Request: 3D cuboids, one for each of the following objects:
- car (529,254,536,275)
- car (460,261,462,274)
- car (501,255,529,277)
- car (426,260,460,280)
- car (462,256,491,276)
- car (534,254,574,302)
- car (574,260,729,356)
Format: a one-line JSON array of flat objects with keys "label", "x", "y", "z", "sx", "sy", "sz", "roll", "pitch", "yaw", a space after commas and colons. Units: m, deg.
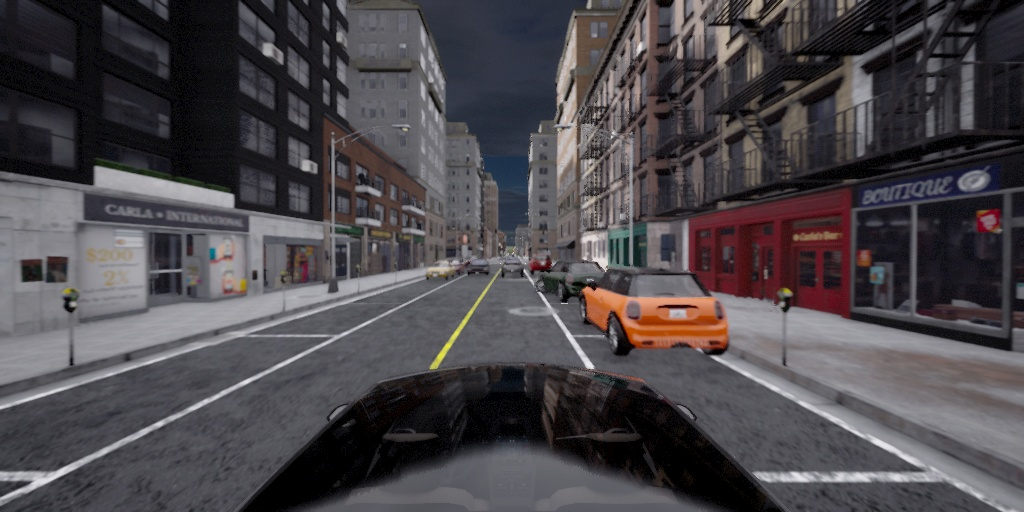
[{"label": "car", "x": 2.642, "y": 0.729, "z": 33.120, "sx": 2.192, "sy": 1.841, "sz": 5.009, "roll": 0, "pitch": 0, "yaw": 0}, {"label": "car", "x": -5.382, "y": 0.997, "z": 33.125, "sx": 1.802, "sy": 1.307, "sz": 4.207, "roll": 0, "pitch": 0, "yaw": 0}, {"label": "car", "x": 0.062, "y": 0.932, "z": 30.704, "sx": 2.128, "sy": 1.511, "sz": 4.902, "roll": 0, "pitch": 1, "yaw": 0}, {"label": "car", "x": -5.383, "y": 0.996, "z": 27.502, "sx": 1.751, "sy": 1.417, "sz": 4.829, "roll": 0, "pitch": 0, "yaw": 0}, {"label": "car", "x": -2.842, "y": 0.974, "z": 31.948, "sx": 2.033, "sy": 1.411, "sz": 5.357, "roll": 0, "pitch": 1, "yaw": 0}, {"label": "car", "x": 2.667, "y": 0.946, "z": 16.137, "sx": 2.097, "sy": 1.767, "sz": 4.553, "roll": 0, "pitch": 1, "yaw": -10}, {"label": "car", "x": 2.989, "y": 1.028, "z": 8.588, "sx": 2.097, "sy": 1.767, "sz": 4.553, "roll": 0, "pitch": 1, "yaw": 0}]
